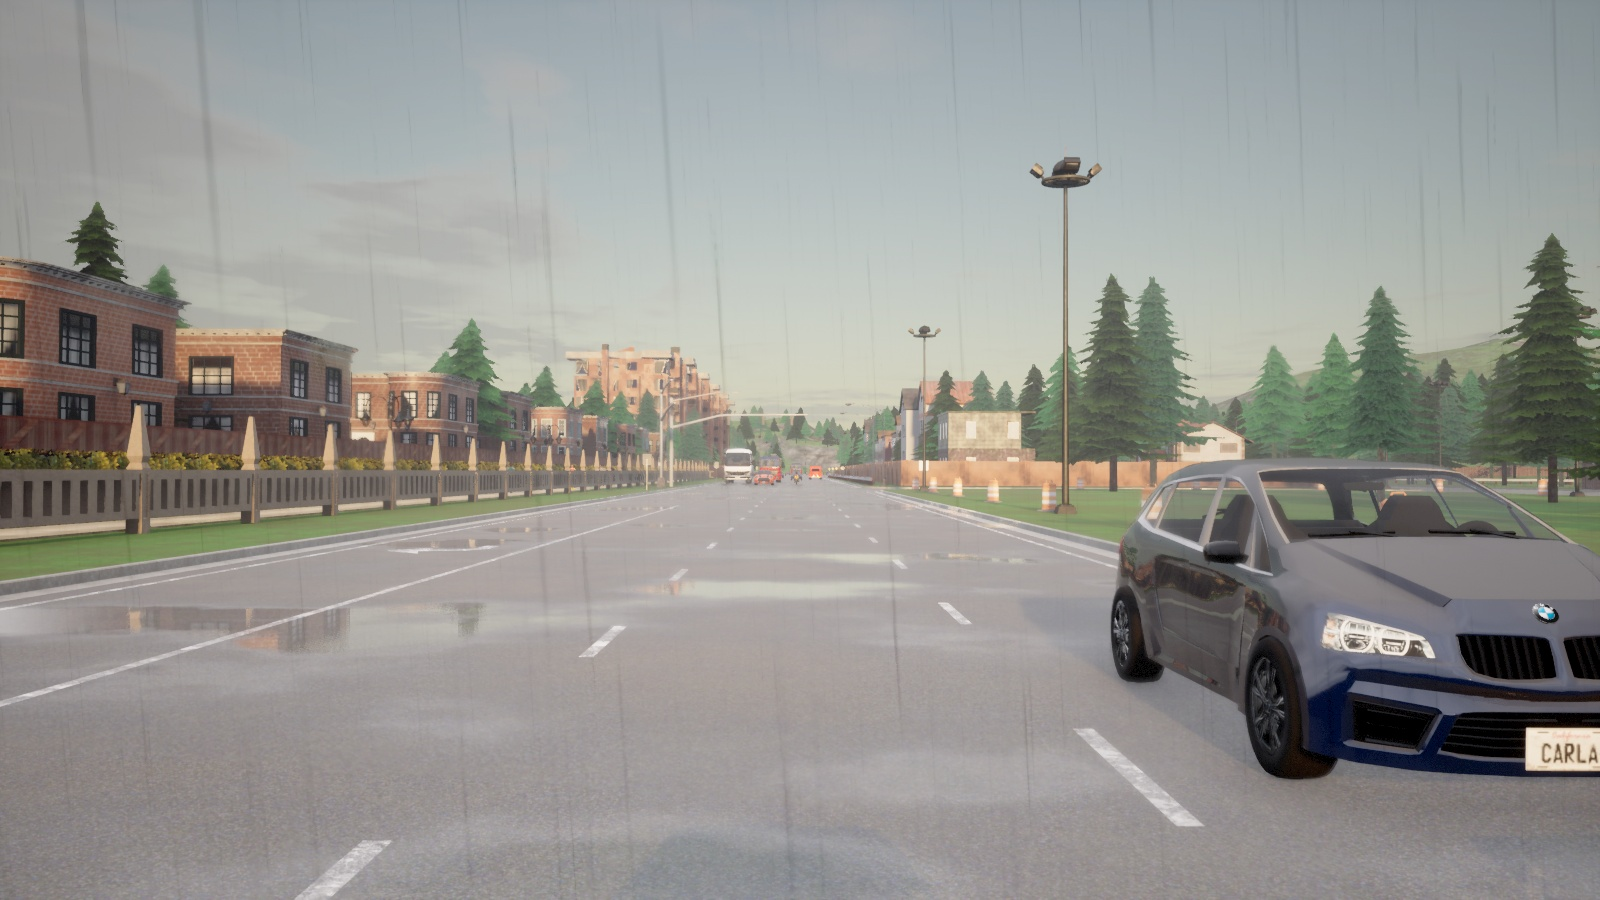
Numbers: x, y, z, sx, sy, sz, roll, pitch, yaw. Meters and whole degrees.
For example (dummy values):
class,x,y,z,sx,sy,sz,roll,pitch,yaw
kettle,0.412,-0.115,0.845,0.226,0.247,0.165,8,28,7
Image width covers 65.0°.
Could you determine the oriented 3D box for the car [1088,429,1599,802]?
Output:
class,x,y,z,sx,sy,sz,roll,pitch,yaw
car,3.480,0.778,7.948,2.242,1.667,4.611,0,-1,0
